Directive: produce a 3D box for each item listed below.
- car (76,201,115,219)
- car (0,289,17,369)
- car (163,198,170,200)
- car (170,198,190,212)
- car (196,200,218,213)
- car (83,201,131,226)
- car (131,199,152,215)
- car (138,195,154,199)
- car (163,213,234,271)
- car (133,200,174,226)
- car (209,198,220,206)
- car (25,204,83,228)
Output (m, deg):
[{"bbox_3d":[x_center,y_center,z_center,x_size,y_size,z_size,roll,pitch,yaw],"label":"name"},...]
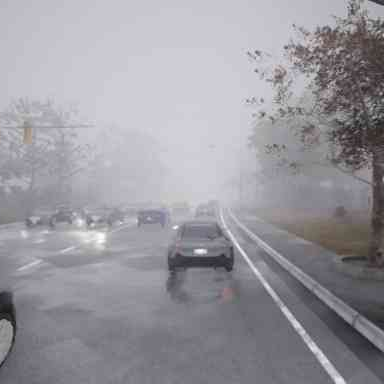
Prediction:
[{"bbox_3d":[-9.400,1.703,32.913,2.128,1.511,4.902,0,0,4],"label":"car"},{"bbox_3d":[-3.359,1.494,2.618,1.882,1.535,5.008,0,0,0],"label":"car"},{"bbox_3d":[-3.995,1.700,53.579,2.097,1.767,4.553,0,0,6],"label":"car"},{"bbox_3d":[-1.337,1.762,43.632,1.882,1.535,5.008,0,0,5],"label":"car"},{"bbox_3d":[1.417,1.789,34.379,1.994,1.385,4.181,0,0,4],"label":"car"},{"bbox_3d":[-6.377,1.652,24.924,2.128,1.511,4.902,0,0,3],"label":"car"},{"bbox_3d":[-5.807,1.726,34.206,1.837,1.490,4.892,0,0,4],"label":"car"},{"bbox_3d":[-7.519,1.568,53.529,2.150,2.045,5.566,0,0,6],"label":"car"},{"bbox_3d":[0.290,1.638,11.252,1.994,1.385,4.181,0,0,1],"label":"car"},{"bbox_3d":[-2.701,1.637,24.549,1.882,1.535,5.008,0,0,3],"label":"car"},{"bbox_3d":[3.887,1.871,60.047,1.882,1.535,5.008,0,0,8],"label":"car"},{"bbox_3d":[-9.943,1.643,23.701,2.128,1.511,4.902,0,0,3],"label":"car"}]
